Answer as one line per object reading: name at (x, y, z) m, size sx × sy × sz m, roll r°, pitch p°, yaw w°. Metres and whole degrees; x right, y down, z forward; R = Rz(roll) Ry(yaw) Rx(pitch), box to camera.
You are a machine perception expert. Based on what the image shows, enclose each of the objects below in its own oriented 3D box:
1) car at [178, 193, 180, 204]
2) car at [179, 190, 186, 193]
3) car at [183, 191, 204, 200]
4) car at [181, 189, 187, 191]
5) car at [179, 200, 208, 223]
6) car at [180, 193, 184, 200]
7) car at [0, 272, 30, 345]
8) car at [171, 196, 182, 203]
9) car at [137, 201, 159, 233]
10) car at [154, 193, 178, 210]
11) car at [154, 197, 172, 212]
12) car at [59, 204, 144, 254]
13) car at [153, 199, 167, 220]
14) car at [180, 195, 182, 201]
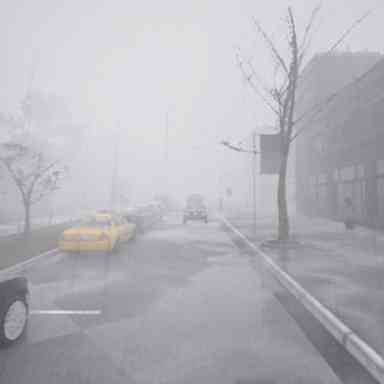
car at (-3.379, 1.402, 47.761) m, size 2.185 × 1.767 × 4.553 m, roll 0°, pitch 0°, yaw 3°
car at (-3.145, 1.128, 84.005) m, size 2.185 × 1.767 × 4.553 m, roll 2°, pitch 2°, yaw 2°
car at (0.347, 1.264, 43.054) m, size 2.150 × 2.045 × 5.566 m, roll 0°, pitch 0°, yaw 0°
car at (-3.084, 0.855, 95.024) m, size 1.946 × 1.575 × 5.366 m, roll 1°, pitch 3°, yaw 3°
car at (0.246, 1.581, 25.826) m, size 2.033 × 1.411 × 5.357 m, roll 0°, pitch 0°, yaw 0°
car at (-3.273, 1.501, 64.612) m, size 1.946 × 1.575 × 5.366 m, roll 0°, pitch 1°, yaw 3°
car at (-3.634, 1.505, 3.423) m, size 2.097 × 1.535 × 5.008 m, roll 0°, pitch 0°, yaw 3°
car at (-3.245, 1.522, 70.749) m, size 2.002 × 1.452 × 4.674 m, roll 0°, pitch 0°, yaw 3°
car at (-3.538, 1.542, 20.057) m, size 2.097 × 1.535 × 5.008 m, roll 0°, pitch 0°, yaw 3°
car at (-3.421, 1.271, 40.107) m, size 2.435 × 2.045 × 5.566 m, roll 0°, pitch 0°, yaw 3°
car at (-3.473, 1.537, 31.154) m, size 2.097 × 1.535 × 5.008 m, roll 0°, pitch 0°, yaw 3°
car at (-3.567, 1.517, 13.675) m, size 1.946 × 1.575 × 5.366 m, roll 0°, pitch 0°, yaw 3°
car at (-3.505, 1.550, 25.613) m, size 2.231 × 1.521 × 4.892 m, roll 0°, pitch -1°, yaw 3°
car at (-3.356, 1.579, 53.365) m, size 2.163 × 1.488 × 4.792 m, roll -1°, pitch 0°, yaw 3°
